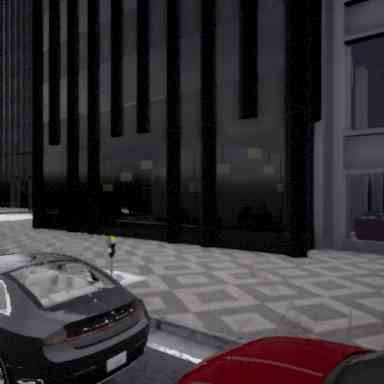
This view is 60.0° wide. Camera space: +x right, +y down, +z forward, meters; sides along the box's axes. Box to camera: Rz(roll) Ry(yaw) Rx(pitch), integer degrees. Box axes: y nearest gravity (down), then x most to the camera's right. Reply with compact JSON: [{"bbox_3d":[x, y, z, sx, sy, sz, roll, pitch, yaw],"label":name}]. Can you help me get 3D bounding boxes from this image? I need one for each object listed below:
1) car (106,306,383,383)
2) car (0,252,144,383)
[{"bbox_3d":[1.837,1.543,1.648,4.507,1.381,1.887,0,0,36],"label":"car"},{"bbox_3d":[-2.578,1.565,4.800,4.403,1.369,2.008,0,0,36],"label":"car"}]
